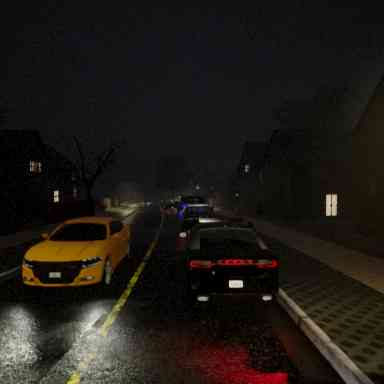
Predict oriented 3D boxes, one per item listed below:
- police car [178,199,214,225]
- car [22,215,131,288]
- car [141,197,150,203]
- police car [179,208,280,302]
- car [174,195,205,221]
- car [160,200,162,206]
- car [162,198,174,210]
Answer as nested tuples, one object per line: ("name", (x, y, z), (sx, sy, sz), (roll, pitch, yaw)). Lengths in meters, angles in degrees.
("police car", (0.337, 1.445, 18.525), (1.930, 1.638, 5.238), (0, 0, -3))
("car", (-2.959, 1.483, 9.503), (1.882, 1.535, 5.008), (0, 0, -2))
("car", (-11.684, 2.029, 83.707), (1.812, 1.442, 4.674), (0, -1, -10))
("police car", (0.715, 1.426, 8.466), (1.930, 1.638, 5.238), (0, 0, -1))
("car", (-0.010, 1.263, 24.474), (2.150, 2.045, 5.566), (0, 0, -4))
("car", (-4.305, 1.783, 56.726), (1.994, 1.385, 4.181), (0, 0, -9))
("car", (-2.805, 1.742, 45.610), (1.895, 1.301, 4.718), (0, 0, -7))
